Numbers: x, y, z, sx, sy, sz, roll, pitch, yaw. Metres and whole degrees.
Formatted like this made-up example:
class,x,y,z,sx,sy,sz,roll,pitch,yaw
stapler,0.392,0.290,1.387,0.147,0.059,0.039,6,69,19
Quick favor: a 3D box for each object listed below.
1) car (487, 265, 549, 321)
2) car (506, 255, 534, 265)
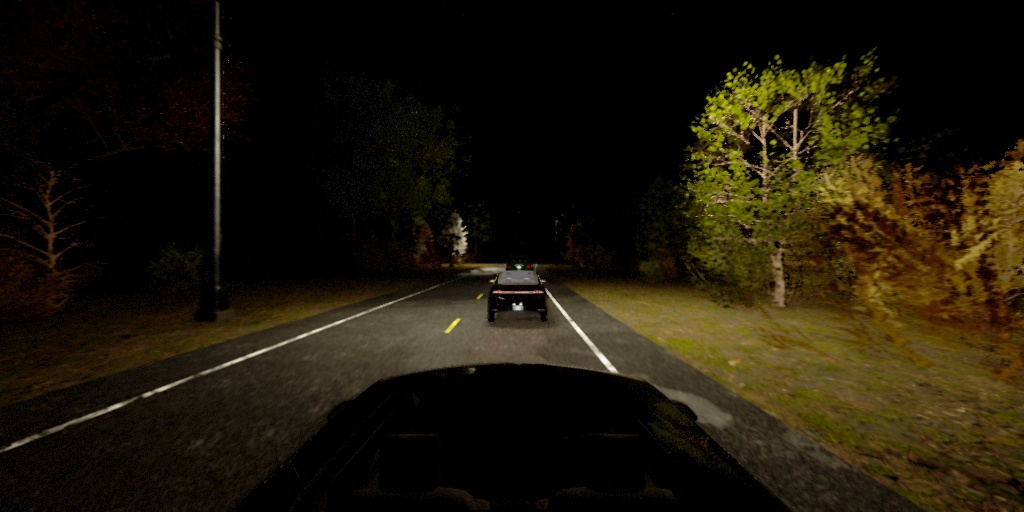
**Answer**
class,x,y,z,sx,sy,sz,roll,pitch,yaw
car,0.199,1.240,12.477,2.128,1.511,4.902,0,0,1
car,0.635,0.956,30.074,2.150,2.045,5.566,0,0,2
